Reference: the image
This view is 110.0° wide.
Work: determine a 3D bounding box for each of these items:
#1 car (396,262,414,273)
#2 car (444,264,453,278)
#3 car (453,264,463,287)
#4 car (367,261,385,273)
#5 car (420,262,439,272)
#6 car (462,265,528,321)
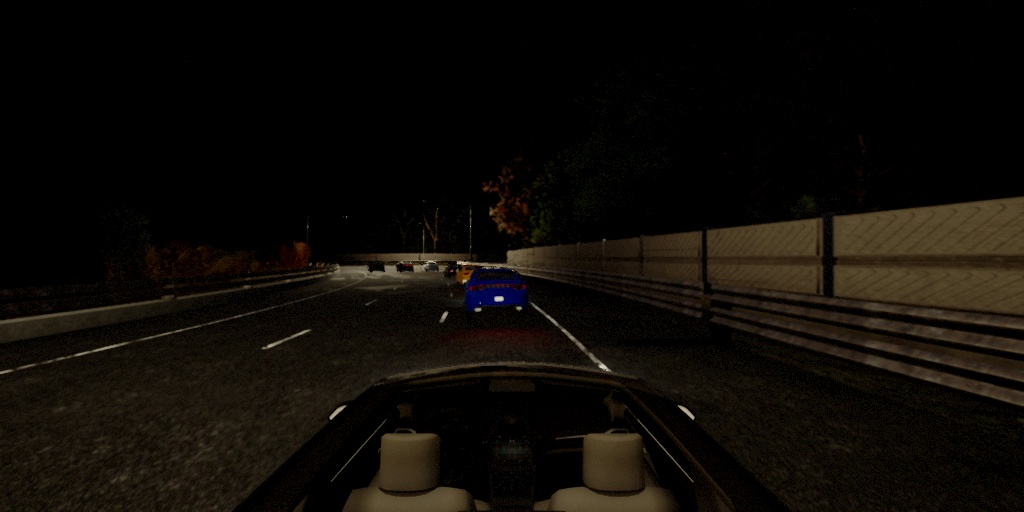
[{"bbox_3d":[-14.914,1.505,49.707,2.128,1.511,4.902,0,0,-26],"label":"car"},{"bbox_3d":[-5.863,1.488,36.808,2.033,1.411,5.357,0,0,-17],"label":"car"},{"bbox_3d":[-2.965,1.359,26.101,1.882,1.535,5.008,0,0,-13],"label":"car"},{"bbox_3d":[-19.043,1.496,50.126,1.882,1.535,5.008,0,0,-27],"label":"car"},{"bbox_3d":[-11.799,1.547,51.330,1.812,1.442,4.674,0,0,-26],"label":"car"},{"bbox_3d":[-0.686,1.201,12.533,1.882,1.535,5.008,-1,-3,-7],"label":"car"}]
